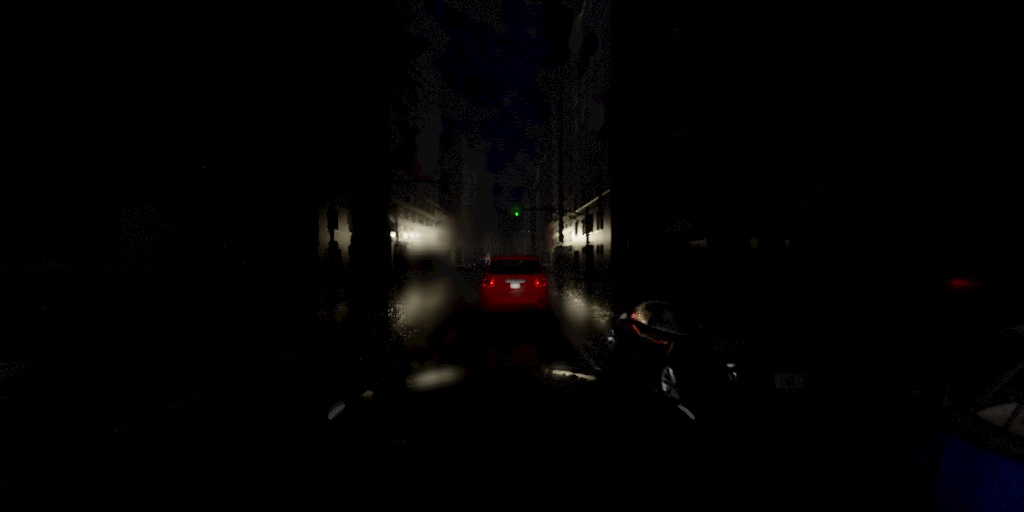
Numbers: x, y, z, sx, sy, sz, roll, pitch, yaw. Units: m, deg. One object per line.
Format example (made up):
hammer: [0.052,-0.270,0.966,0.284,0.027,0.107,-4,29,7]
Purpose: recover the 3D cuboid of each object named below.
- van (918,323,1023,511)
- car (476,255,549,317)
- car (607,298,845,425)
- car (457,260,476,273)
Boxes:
van: [2.857,1.090,0.100,1.690,1.789,3.998,0,0,0]
car: [0.096,0.972,13.240,2.150,2.045,5.566,0,0,0]
car: [2.855,1.317,5.761,1.948,1.339,4.313,0,0,0]
car: [-5.680,1.274,43.577,1.751,1.417,4.829,0,0,0]
